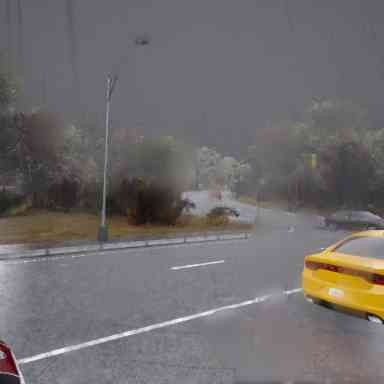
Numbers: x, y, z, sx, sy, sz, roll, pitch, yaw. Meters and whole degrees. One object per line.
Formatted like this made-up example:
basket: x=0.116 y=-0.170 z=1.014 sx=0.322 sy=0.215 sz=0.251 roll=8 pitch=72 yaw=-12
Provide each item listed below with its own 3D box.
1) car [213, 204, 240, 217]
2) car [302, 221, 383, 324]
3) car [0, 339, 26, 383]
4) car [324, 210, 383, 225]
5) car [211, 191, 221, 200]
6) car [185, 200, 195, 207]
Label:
car: x=3.757 y=2.088 z=37.787 sx=1.994 sy=1.385 sz=4.181 roll=3 pitch=0 yaw=-21
car: x=4.400 y=1.543 z=6.895 sx=5.008 sy=1.535 sz=1.882 roll=1 pitch=-1 yaw=-35
car: x=-3.190 y=1.353 z=1.475 sx=4.553 sy=1.767 sz=2.097 roll=0 pitch=0 yaw=-35
car: x=11.192 y=2.016 z=22.173 sx=1.837 sy=1.490 sz=4.892 roll=3 pitch=-2 yaw=-29
car: x=5.740 y=0.746 z=79.003 sx=2.150 sy=2.045 sz=5.566 roll=2 pitch=2 yaw=-1
car: x=-0.810 y=1.800 z=51.730 sx=1.895 sy=1.301 sz=4.718 roll=2 pitch=1 yaw=-14
